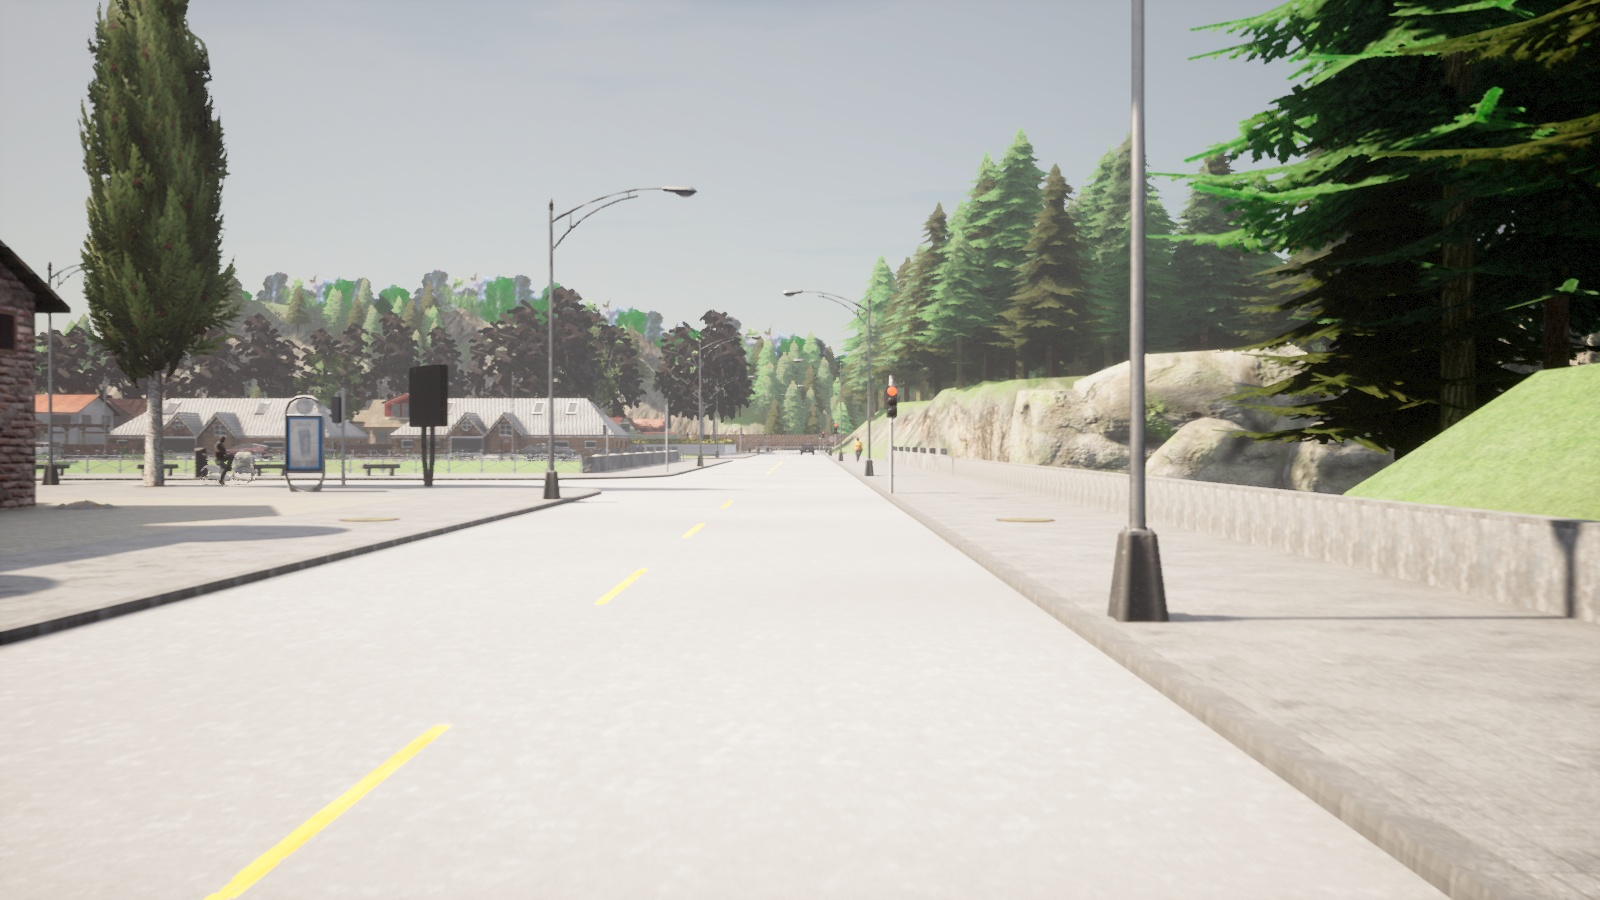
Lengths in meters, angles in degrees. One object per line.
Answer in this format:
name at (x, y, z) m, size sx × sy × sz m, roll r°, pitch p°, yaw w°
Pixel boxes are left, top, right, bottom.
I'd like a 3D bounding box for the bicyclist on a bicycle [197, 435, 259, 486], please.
bicyclist on a bicycle at (-20.113, 0.352, 44.172) m, size 1.843 × 1.776 × 0.659 m, roll 0°, pitch 0°, yaw 0°
